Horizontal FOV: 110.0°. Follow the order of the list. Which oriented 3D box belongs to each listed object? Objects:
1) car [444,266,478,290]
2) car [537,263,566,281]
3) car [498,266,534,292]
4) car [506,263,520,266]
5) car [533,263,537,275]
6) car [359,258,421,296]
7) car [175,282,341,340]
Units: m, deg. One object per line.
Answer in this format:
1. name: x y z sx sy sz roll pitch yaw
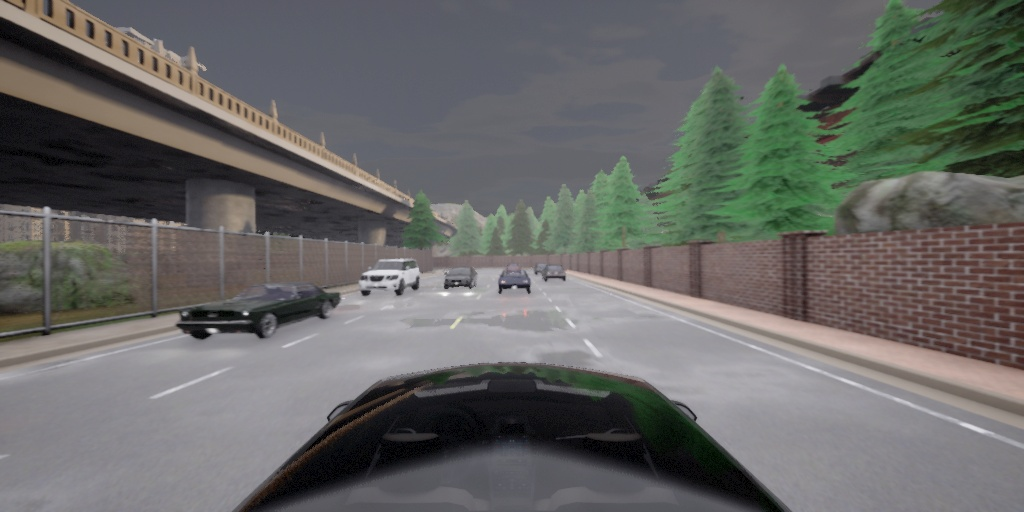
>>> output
1. car: -3.455 1.465 24.716 1.837 1.490 4.892 -1 0 0
2. car: 3.612 1.442 31.621 2.033 1.411 5.357 -1 0 1
3. car: 0.140 1.472 22.134 1.895 1.301 4.718 -1 0 0
4. car: 0.177 1.587 47.348 1.994 1.385 4.181 -1 0 0
5. car: 3.608 1.516 43.838 2.033 1.411 5.357 -1 0 1
6. car: -7.056 1.160 21.395 2.150 2.045 5.566 -1 0 0
7. car: -7.083 1.475 10.700 1.895 1.301 4.718 -1 0 0
